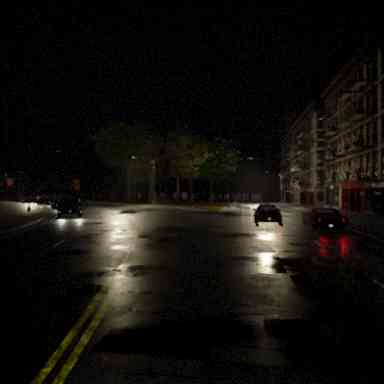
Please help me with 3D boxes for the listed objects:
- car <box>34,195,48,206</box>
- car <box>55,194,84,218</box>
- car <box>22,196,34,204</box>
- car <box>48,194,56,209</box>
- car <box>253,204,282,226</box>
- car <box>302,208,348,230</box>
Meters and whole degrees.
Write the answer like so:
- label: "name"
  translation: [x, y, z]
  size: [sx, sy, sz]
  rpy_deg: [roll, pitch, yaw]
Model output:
- label: "car"
  translation: [-28.415, 1.838, 63.727]
  size: [1.837, 1.490, 4.892]
  rpy_deg: [0, 0, -34]
- label: "car"
  translation: [-12.125, 1.432, 33.283]
  size: [2.150, 2.045, 5.566]
  rpy_deg: [0, 0, -19]
- label: "car"
  translation: [-36.878, 1.746, 76.223]
  size: [2.097, 1.767, 4.553]
  rpy_deg: [0, 0, -34]
- label: "car"
  translation: [-19.993, 1.506, 50.592]
  size: [2.150, 2.045, 5.566]
  rpy_deg: [-1, 0, -30]
- label: "car"
  translation: [5.483, 1.630, 24.343]
  size: [1.812, 1.442, 4.674]
  rpy_deg: [0, -1, 8]
- label: "car"
  translation: [8.319, 1.667, 21.288]
  size: [1.895, 1.301, 4.718]
  rpy_deg: [0, -1, 9]
